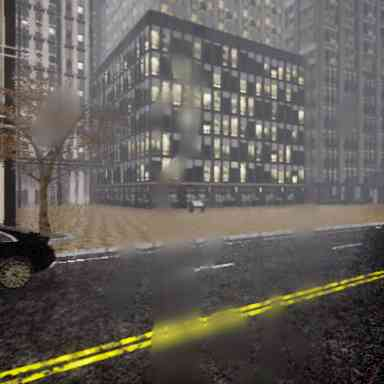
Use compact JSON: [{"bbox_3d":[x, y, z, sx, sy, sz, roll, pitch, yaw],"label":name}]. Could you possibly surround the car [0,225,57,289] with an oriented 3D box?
[{"bbox_3d":[-5.701,1.485,7.551,4.902,1.511,2.128,0,0,-35],"label":"car"}]
